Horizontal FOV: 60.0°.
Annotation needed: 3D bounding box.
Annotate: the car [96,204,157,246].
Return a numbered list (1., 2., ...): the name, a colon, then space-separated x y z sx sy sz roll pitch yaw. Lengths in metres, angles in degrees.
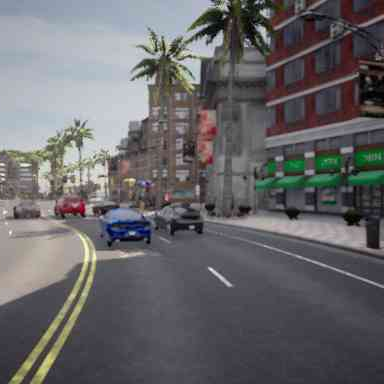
1. car: -3.305 1.550 15.973 1.882 1.535 5.008 0 0 -20

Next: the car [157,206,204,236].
1. car: -0.933 1.571 19.250 1.837 1.490 4.892 0 0 -23

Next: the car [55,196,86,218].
1. car: -11.869 1.403 32.292 2.150 2.045 5.566 0 0 -30

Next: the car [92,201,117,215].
1. car: -8.761 1.643 33.878 1.882 1.535 5.008 0 0 -30

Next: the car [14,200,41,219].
1. car: -15.627 1.556 31.517 2.097 1.767 4.553 0 0 -30
